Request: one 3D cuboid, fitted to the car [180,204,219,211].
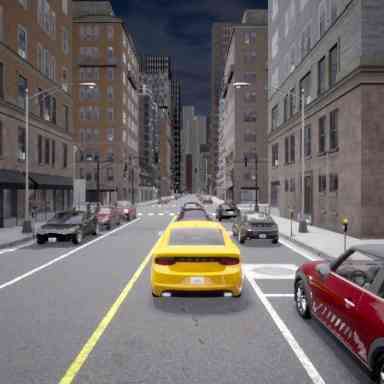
[{"bbox_3d":[0.115,1.564,17.585,1.994,1.385,4.181,0,0,0],"label":"car"}]

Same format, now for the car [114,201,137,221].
[{"bbox_3d":[-5.657,1.442,26.671,1.967,1.590,4.097,0,0,0],"label":"car"}]

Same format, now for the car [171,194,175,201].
[{"bbox_3d":[-5.580,1.612,74.591,2.008,1.369,4.403,0,0,0],"label":"car"}]

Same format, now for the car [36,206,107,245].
[{"bbox_3d":[-5.662,1.566,15.668,1.947,1.339,4.313,0,0,0],"label":"car"}]

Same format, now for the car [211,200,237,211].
[{"bbox_3d":[2.868,1.568,26.667,1.947,1.339,4.313,0,0,0],"label":"car"}]

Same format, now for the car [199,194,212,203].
[{"bbox_3d":[2.919,1.480,63.757,1.967,1.590,4.097,0,0,0],"label":"car"}]

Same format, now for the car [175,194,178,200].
[{"bbox_3d":[-5.544,1.632,90.647,1.752,1.417,4.829,0,0,0],"label":"car"}]

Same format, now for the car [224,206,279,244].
[{"bbox_3d":[2.863,1.551,15.664,2.008,1.369,4.403,0,0,0],"label":"car"}]

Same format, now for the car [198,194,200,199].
[{"bbox_3d":[2.945,1.612,74.575,2.008,1.369,4.403,0,0,0],"label":"car"}]

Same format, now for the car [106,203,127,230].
[{"bbox_3d":[-5.660,1.583,21.170,1.802,1.307,4.206,0,0,0],"label":"car"}]

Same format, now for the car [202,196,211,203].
[{"bbox_3d":[2.932,1.575,69.336,1.752,1.417,4.829,0,0,0],"label":"car"}]

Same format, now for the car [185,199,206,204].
[{"bbox_3d":[0.012,1.528,26.396,1.812,1.442,4.674,0,0,2],"label":"car"}]

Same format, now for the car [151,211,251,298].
[{"bbox_3d":[0.098,1.477,8.591,1.882,1.535,5.008,0,0,0],"label":"car"}]

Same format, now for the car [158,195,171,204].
[{"bbox_3d":[-5.605,1.622,63.774,1.802,1.307,4.206,0,0,0],"label":"car"}]

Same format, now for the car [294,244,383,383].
[{"bbox_3d":[2.858,1.440,4.662,1.967,1.590,4.097,0,0,0],"label":"car"}]
